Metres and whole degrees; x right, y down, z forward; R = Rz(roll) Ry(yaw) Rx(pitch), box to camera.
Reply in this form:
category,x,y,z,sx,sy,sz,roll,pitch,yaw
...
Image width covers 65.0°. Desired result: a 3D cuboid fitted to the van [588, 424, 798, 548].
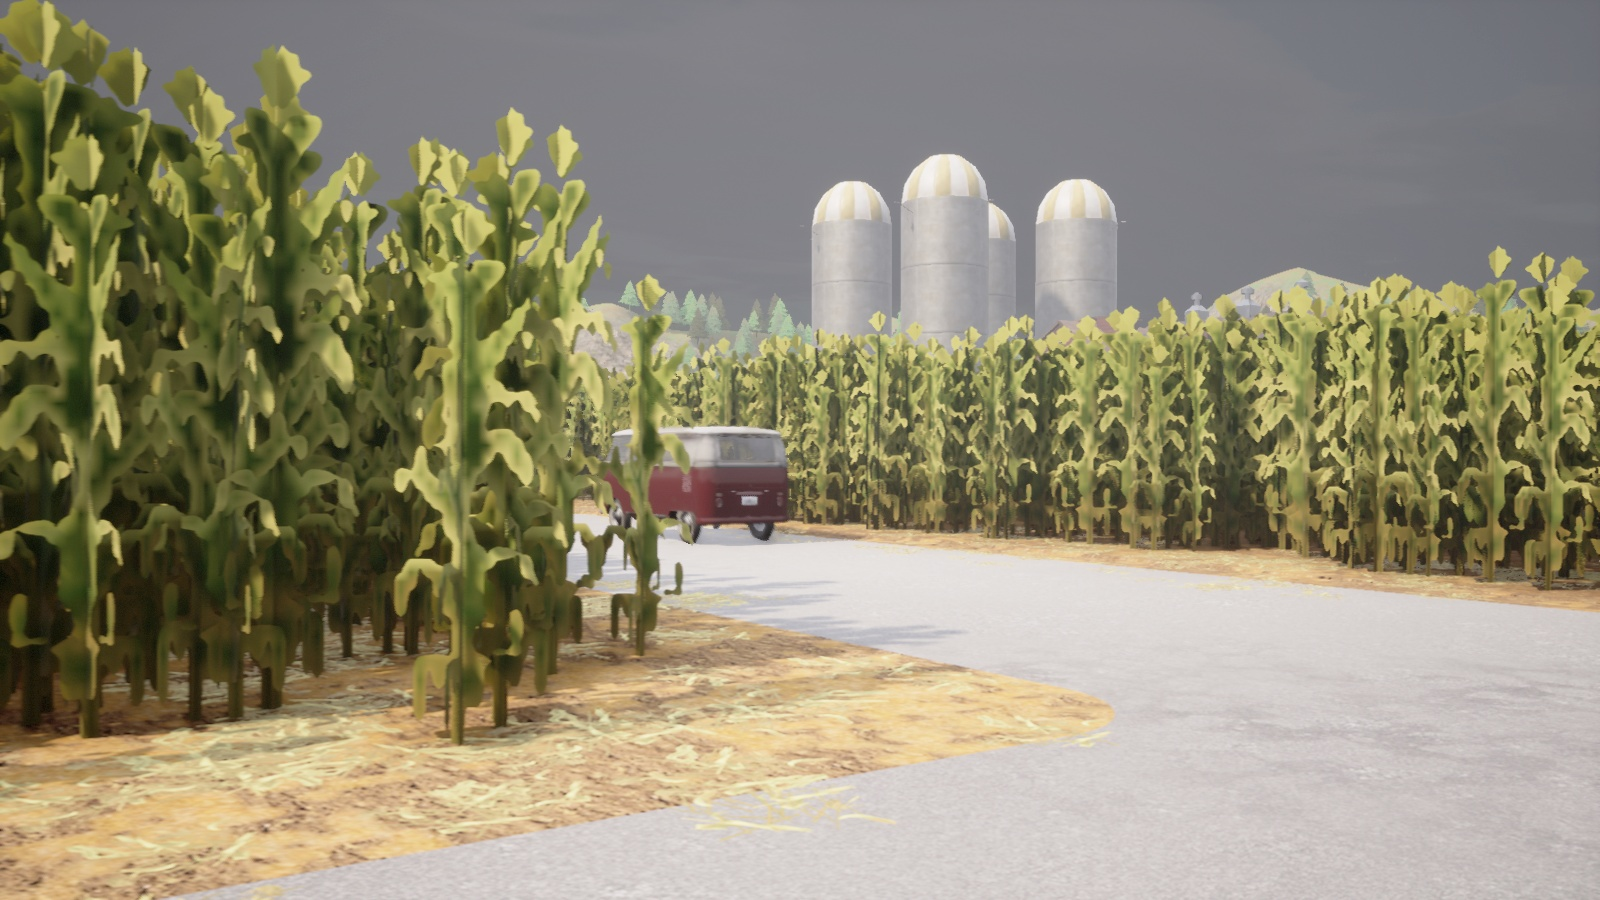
category,x,y,z,sx,sy,sz,roll,pitch,yaw
van,-2.026,0.580,22.473,1.775,1.987,4.442,0,0,-35
